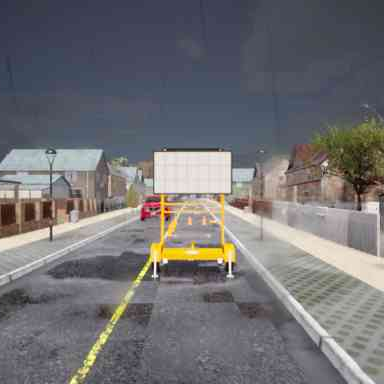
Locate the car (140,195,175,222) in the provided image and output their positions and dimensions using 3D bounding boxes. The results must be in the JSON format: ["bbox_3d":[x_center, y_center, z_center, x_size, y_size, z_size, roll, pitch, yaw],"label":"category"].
[{"bbox_3d":[-2.823,1.257,27.148,2.150,2.045,5.566,0,0,0],"label":"car"}]

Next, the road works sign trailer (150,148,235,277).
[{"bbox_3d":[0.023,0.471,10.208,2.380,3.560,2.880,0,0,0],"label":"road works sign trailer"}]

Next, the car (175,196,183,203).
[{"bbox_3d":[-2.692,1.511,62.145,2.097,1.767,4.553,0,0,0],"label":"car"}]
